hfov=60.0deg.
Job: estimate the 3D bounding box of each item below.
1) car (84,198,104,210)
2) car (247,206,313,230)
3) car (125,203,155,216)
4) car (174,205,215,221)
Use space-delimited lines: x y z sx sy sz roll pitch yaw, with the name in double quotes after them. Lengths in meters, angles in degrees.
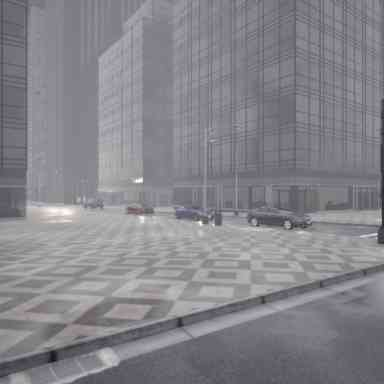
-18.295 2.169 61.862 2.150 2.045 5.566 0 -1 -37 "car"
5.941 1.736 22.950 1.837 1.490 4.892 0 -1 -36 "car"
-6.289 2.029 39.845 1.882 1.535 5.008 0 -1 -36 "car"
0.127 1.908 30.987 1.812 1.442 4.674 0 -1 -36 "car"
